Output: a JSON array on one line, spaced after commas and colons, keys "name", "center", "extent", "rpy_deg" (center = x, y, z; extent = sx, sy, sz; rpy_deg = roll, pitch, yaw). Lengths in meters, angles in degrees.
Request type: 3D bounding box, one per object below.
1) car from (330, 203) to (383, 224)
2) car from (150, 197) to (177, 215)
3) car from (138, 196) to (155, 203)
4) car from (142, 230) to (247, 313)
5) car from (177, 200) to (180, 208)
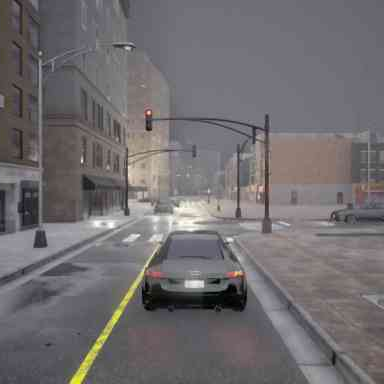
[{"name": "car", "center": [12.068, 1.512, 23.561], "extent": [4.181, 1.385, 1.994], "rpy_deg": [0, 0, 0]}, {"name": "car", "center": [-2.825, 1.510, 34.364], "extent": [1.837, 1.490, 4.892], "rpy_deg": [0, 0, 0]}, {"name": "car", "center": [-8.938, 1.587, 69.937], "extent": [4.674, 1.442, 1.812], "rpy_deg": [0, 0, 9]}, {"name": "car", "center": [0.056, 1.563, 7.758], "extent": [1.994, 1.385, 4.181], "rpy_deg": [0, 0, 0]}, {"name": "car", "center": [-2.801, 1.575, 47.687], "extent": [1.994, 1.385, 4.181], "rpy_deg": [0, 0, 0]}]
